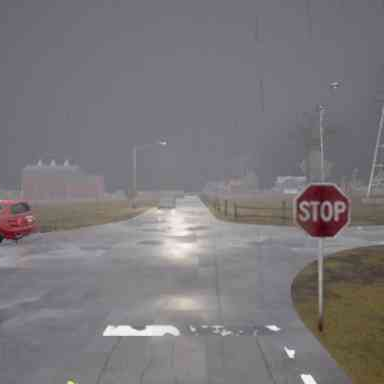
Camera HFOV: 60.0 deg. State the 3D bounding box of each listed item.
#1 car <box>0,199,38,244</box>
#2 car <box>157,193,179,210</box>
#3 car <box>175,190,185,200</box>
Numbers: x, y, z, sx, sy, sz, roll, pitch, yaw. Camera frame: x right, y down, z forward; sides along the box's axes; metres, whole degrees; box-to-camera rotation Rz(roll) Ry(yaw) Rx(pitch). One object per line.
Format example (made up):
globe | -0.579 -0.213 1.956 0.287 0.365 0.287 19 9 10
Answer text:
car | -9.967 1.413 15.006 5.566 2.045 2.150 -1 3 0
car | -2.760 1.277 36.983 1.837 1.490 4.892 0 2 0
car | -2.769 0.689 72.552 2.150 2.045 5.566 0 0 0
